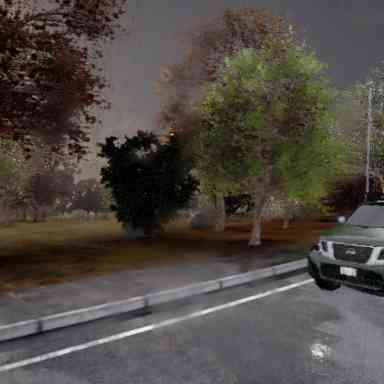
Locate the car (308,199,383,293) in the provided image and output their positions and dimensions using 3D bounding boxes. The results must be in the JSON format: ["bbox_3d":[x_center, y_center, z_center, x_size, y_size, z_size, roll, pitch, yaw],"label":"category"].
[{"bbox_3d":[5.116,1.197,8.111,5.566,2.045,2.150,1,-1,-39],"label":"car"}]
